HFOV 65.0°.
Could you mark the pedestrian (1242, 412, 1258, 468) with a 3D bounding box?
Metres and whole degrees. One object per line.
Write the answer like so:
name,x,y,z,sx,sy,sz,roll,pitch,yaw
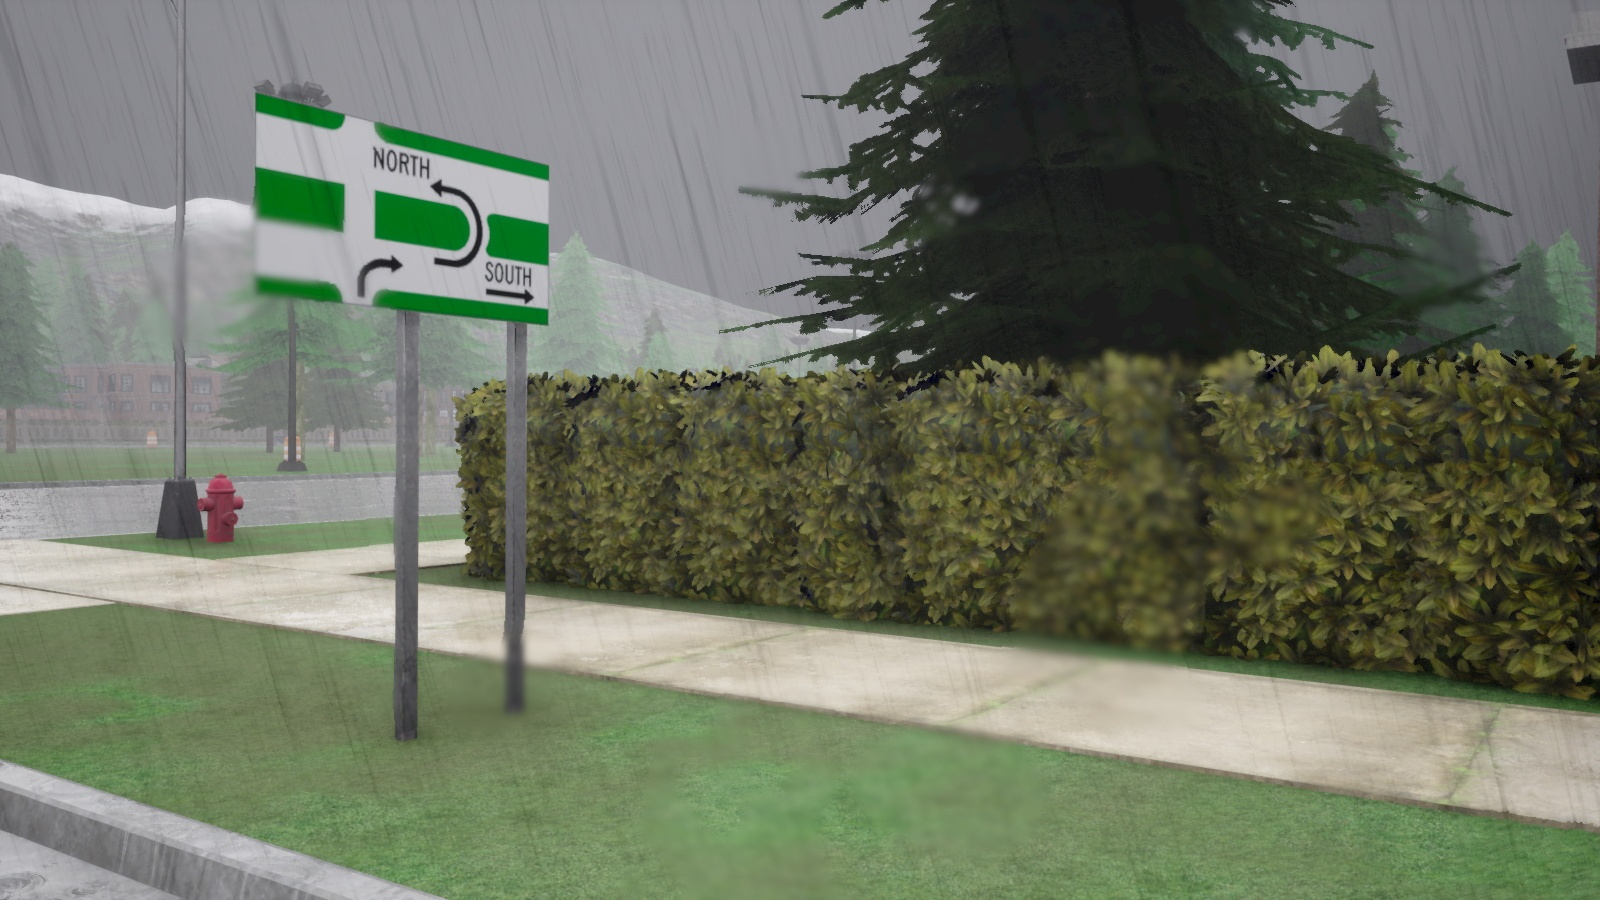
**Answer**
pedestrian,14.882,-0.341,41.497,0.345,1.836,0.594,0,1,34
